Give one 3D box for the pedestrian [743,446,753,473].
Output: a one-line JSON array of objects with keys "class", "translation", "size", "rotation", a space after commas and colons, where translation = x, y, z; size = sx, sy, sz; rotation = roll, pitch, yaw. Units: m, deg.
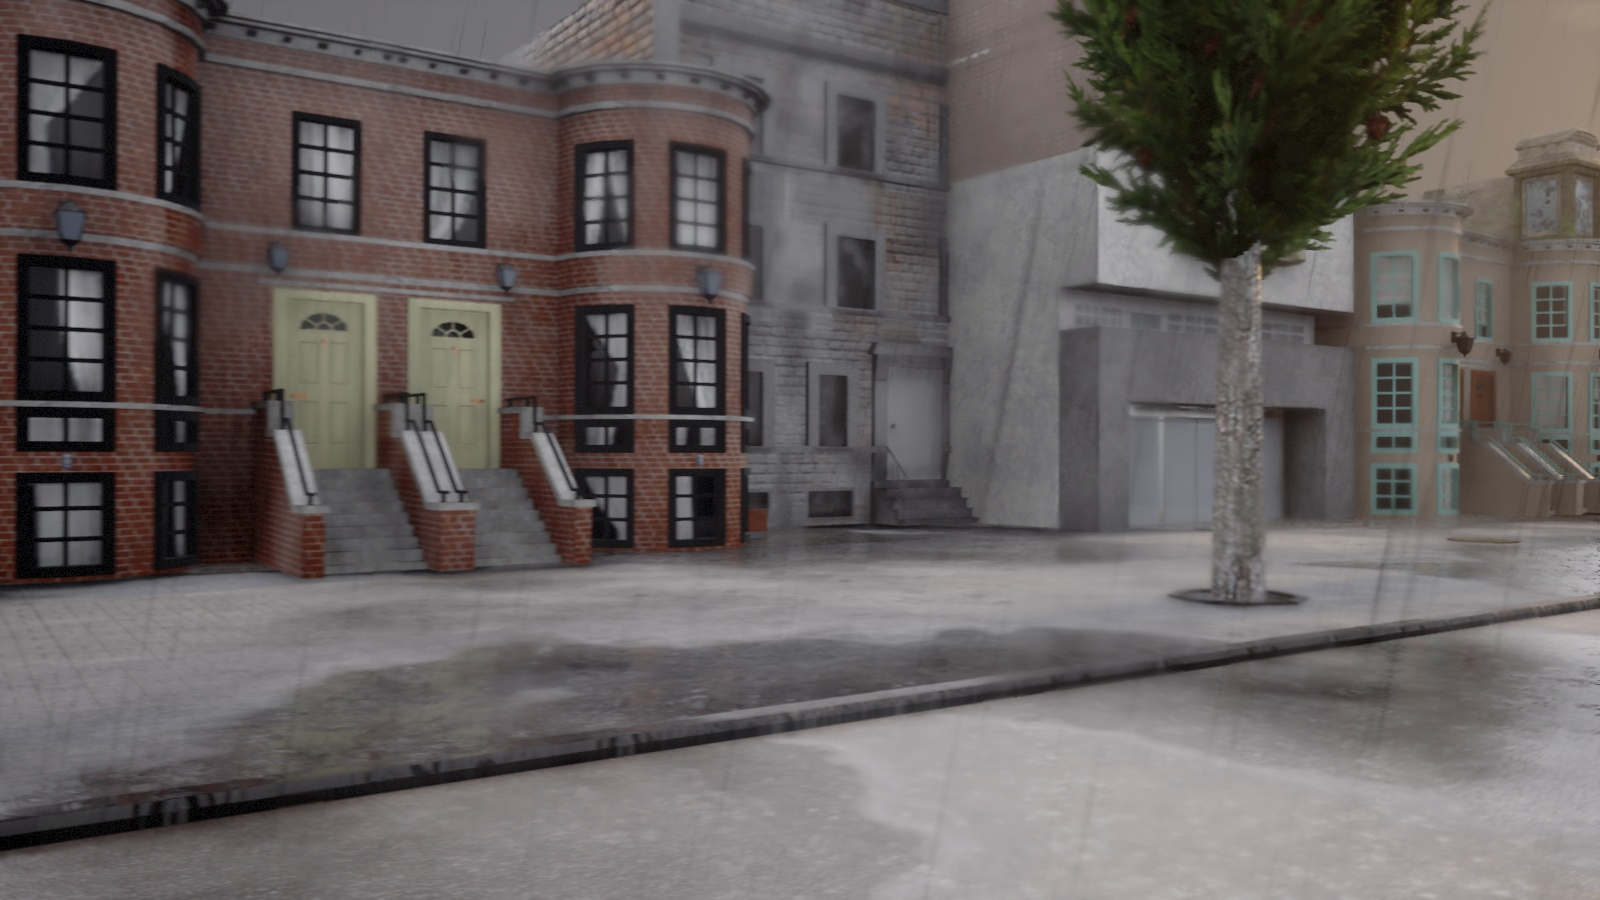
[{"class": "pedestrian", "translation": [-3.560, 0.667, 85.894], "size": [0.354, 1.836, 0.706], "rotation": [0, 0, -37]}]
